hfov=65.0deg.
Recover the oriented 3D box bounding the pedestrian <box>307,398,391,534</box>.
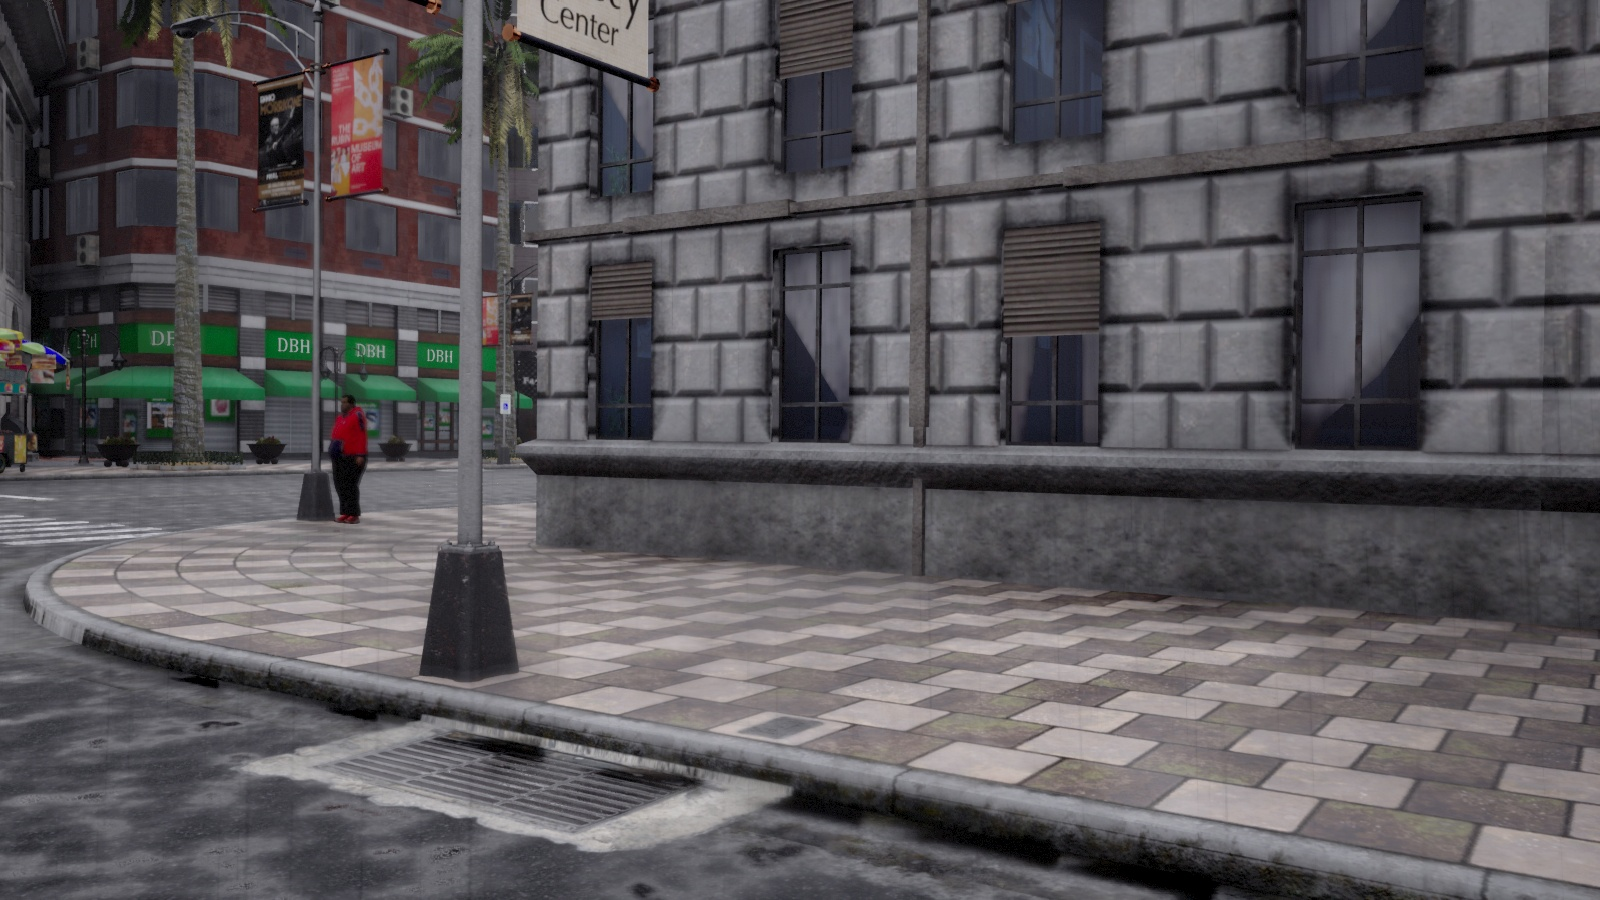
[{"bbox_3d":[-6.311,0.205,17.586,0.634,1.844,0.899,0,1,43],"label":"pedestrian"}]
